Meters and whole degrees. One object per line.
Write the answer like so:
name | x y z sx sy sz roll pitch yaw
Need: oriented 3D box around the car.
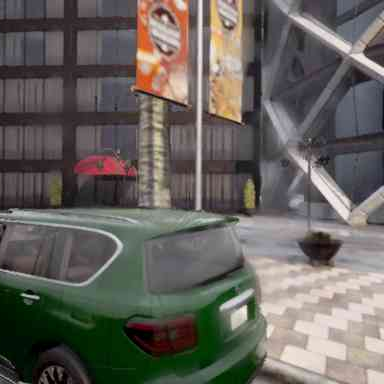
car | -1.794 1.209 4.528 5.566 2.045 2.150 1 0 34
